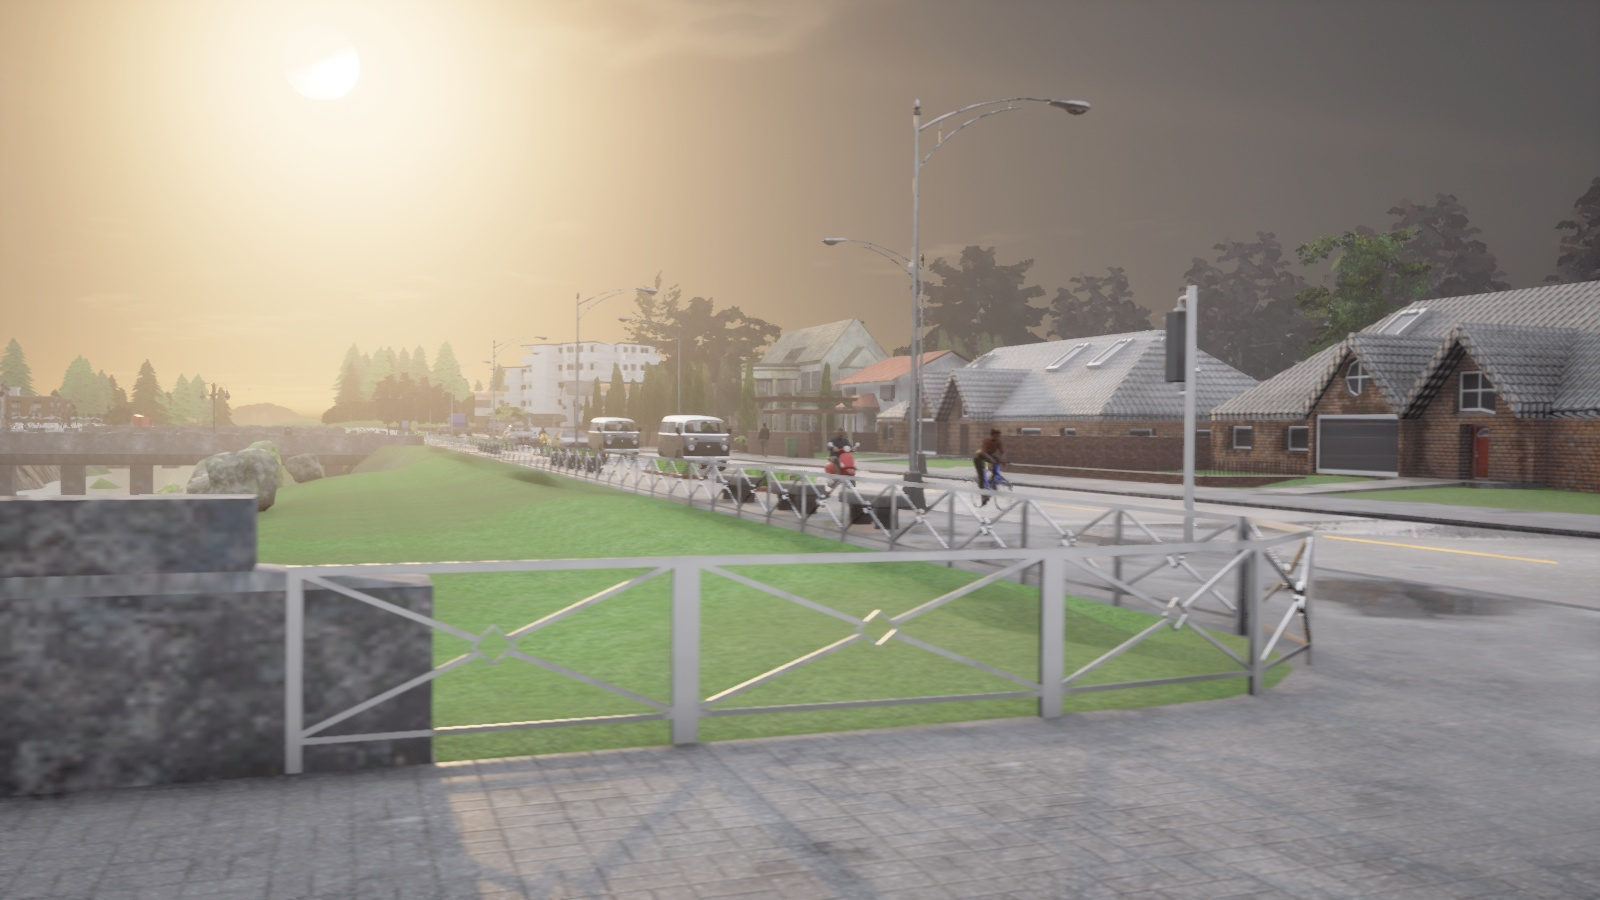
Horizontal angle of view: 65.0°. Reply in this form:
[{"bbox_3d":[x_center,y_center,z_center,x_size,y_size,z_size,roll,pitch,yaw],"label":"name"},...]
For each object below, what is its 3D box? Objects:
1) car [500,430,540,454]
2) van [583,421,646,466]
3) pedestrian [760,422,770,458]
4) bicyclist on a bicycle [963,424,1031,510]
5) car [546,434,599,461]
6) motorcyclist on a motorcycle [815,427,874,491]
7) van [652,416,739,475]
[{"bbox_3d":[-20.400,-0.614,91.414,2.242,1.667,4.611,-1,1,-20],"label":"car"},{"bbox_3d":[-8.863,-0.348,59.719,2.069,2.038,4.480,-1,1,-20],"label":"van"},{"bbox_3d":[-1.816,-0.518,64.659,0.431,1.840,0.703,-1,1,-8],"label":"pedestrian"},{"bbox_3d":[3.866,0.309,24.764,0.582,1.620,1.656,-1,1,-20],"label":"bicyclist on a bicycle"},{"bbox_3d":[-12.799,-0.156,70.544,2.033,1.411,5.357,-1,1,-20],"label":"car"},{"bbox_3d":[1.124,0.217,32.295,0.866,1.590,1.817,-1,1,-20],"label":"motorcyclist on a motorcycle"},{"bbox_3d":[-3.901,-0.181,46.089,2.069,2.038,4.480,-1,1,-20],"label":"van"}]
